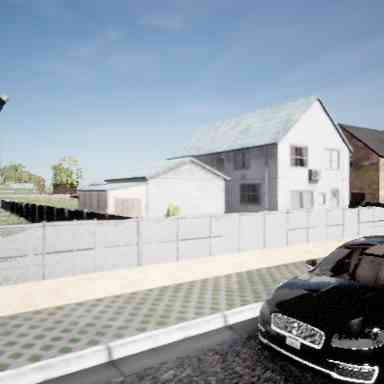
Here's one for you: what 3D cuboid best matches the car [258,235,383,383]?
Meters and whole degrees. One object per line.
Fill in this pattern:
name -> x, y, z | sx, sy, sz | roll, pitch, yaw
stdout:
car -> 3.176, 1.504, 5.249 | 4.892, 1.490, 1.837 | 0, 0, -35
